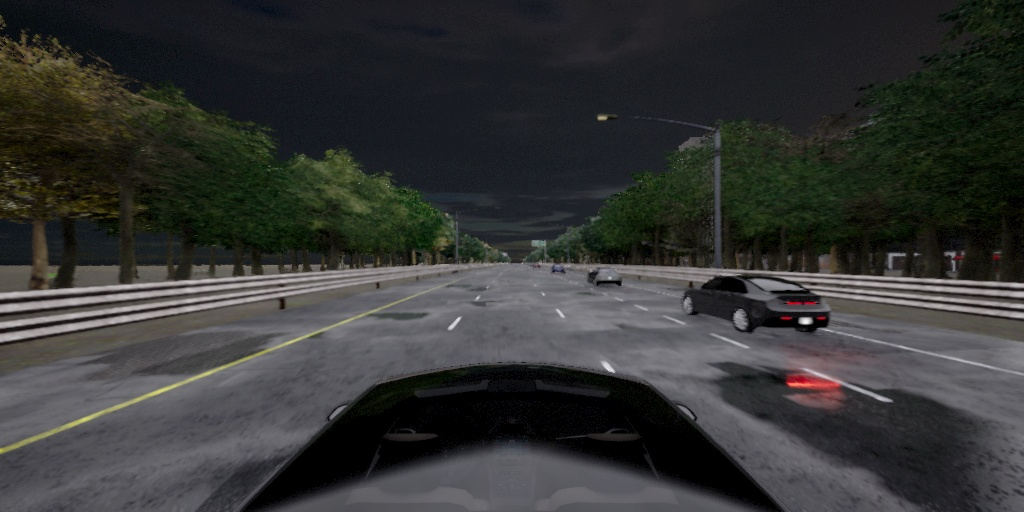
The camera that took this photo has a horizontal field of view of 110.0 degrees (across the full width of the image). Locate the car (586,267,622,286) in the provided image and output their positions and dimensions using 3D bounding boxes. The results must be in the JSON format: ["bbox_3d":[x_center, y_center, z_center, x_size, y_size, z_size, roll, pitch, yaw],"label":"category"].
[{"bbox_3d":[7.030,1.567,27.722,1.994,1.385,4.181,0,-1,0],"label":"car"}]

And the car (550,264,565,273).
[{"bbox_3d":[7.148,2.001,56.497,1.812,1.442,4.674,0,-1,0],"label":"car"}]

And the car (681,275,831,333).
[{"bbox_3d":[7.002,1.325,10.972,1.837,1.490,4.892,0,0,0],"label":"car"}]
